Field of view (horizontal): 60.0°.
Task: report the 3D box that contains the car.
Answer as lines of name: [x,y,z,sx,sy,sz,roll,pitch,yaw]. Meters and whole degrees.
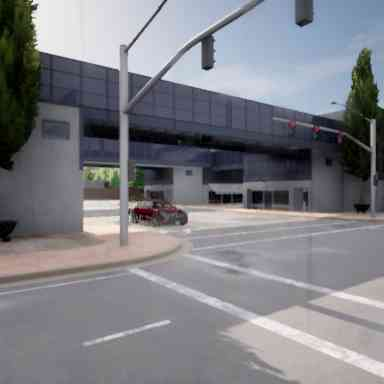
car: [-2.207,1.321,22.210,2.097,1.767,4.553,0,0,-36]
